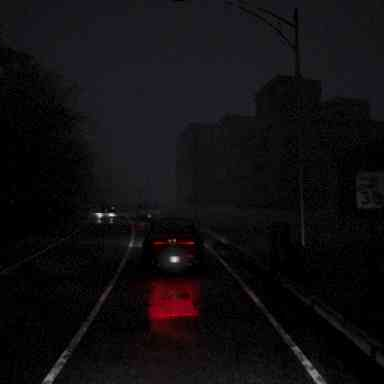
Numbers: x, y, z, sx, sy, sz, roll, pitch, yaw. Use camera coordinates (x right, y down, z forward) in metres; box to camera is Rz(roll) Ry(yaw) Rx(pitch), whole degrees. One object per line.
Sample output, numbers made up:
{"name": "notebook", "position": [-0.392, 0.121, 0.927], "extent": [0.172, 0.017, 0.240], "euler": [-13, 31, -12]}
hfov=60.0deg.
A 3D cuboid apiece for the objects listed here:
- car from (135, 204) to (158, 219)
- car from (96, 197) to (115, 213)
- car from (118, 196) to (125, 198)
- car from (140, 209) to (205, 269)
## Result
{"name": "car", "position": [-4.105, 1.733, 30.049], "extent": [1.895, 1.301, 4.718], "euler": [1, 0, -14]}
{"name": "car", "position": [-9.791, 1.587, 37.620], "extent": [2.033, 1.411, 5.357], "euler": [2, 0, -17]}
{"name": "car", "position": [-16.983, 1.145, 77.674], "extent": [2.033, 1.411, 5.357], "euler": [-1, 0, 5]}
{"name": "car", "position": [-0.697, 1.563, 11.376], "extent": [1.837, 1.490, 4.892], "euler": [0, 0, -6]}
